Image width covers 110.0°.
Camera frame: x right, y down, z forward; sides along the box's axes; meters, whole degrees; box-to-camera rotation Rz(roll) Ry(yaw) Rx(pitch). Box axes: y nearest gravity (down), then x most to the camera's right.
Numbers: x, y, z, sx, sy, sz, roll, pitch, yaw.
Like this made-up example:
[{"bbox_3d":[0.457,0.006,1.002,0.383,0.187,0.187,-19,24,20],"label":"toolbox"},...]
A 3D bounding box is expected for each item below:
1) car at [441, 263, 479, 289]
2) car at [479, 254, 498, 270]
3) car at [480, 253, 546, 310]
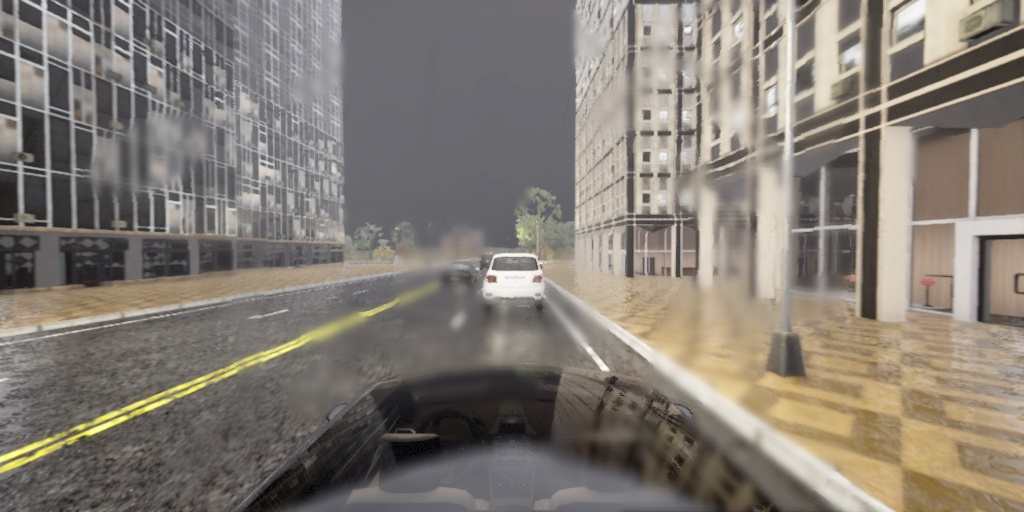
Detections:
[{"bbox_3d":[-3.140,1.152,22.413,1.882,1.535,5.008,0,0,0],"label":"car"},{"bbox_3d":[-3.127,0.786,48.655,2.150,2.045,5.566,0,0,0],"label":"car"},{"bbox_3d":[0.106,0.924,14.519,2.150,2.045,5.566,0,0,0],"label":"car"}]
